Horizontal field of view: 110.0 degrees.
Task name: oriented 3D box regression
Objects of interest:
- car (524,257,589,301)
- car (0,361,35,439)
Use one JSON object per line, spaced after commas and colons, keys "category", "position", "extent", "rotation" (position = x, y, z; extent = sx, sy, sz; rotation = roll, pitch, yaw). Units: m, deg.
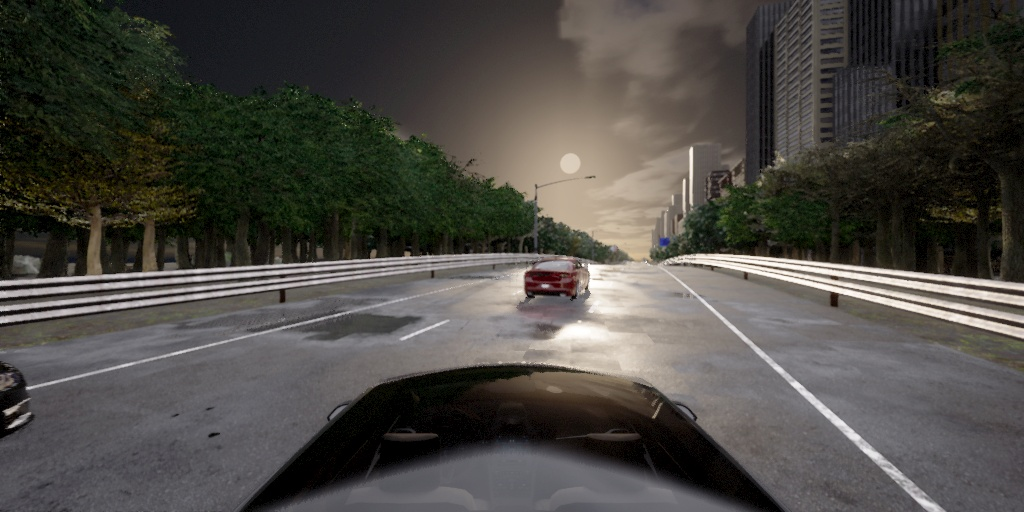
{"category": "car", "position": [1.970, 0.791, 14.602], "extent": [1.882, 1.535, 5.008], "rotation": [0, 2, 19]}
{"category": "car", "position": [-6.318, 1.284, 1.665], "extent": [2.128, 1.511, 4.902], "rotation": [0, 2, 19]}
